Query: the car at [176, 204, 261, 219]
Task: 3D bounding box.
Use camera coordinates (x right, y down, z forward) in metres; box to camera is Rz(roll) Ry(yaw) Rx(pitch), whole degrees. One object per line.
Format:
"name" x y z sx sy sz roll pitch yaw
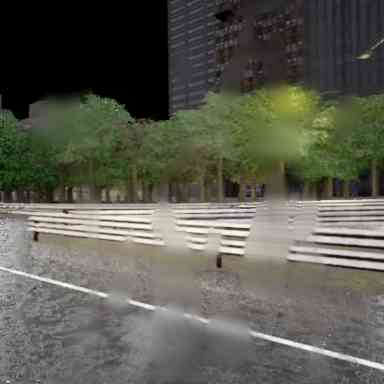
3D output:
"car" 1.645 1.480 20.561 5.357 1.411 2.033 -1 -1 10
